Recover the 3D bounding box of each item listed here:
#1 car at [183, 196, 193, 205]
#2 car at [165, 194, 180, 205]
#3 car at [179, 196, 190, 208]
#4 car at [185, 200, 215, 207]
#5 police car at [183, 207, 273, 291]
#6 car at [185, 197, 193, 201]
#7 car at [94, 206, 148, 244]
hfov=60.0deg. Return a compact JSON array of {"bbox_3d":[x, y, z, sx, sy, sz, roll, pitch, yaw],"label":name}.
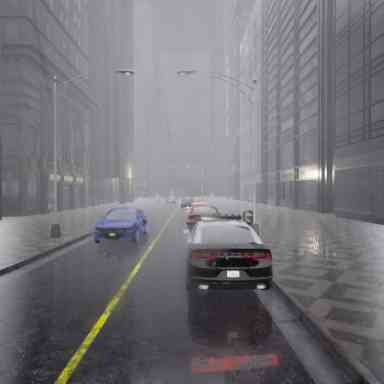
[{"bbox_3d":[-0.733,1.523,60.289,1.812,1.442,4.674,0,0,-1],"label":"car"},{"bbox_3d":[-3.801,1.491,59.742,2.128,1.511,4.902,0,0,0],"label":"car"},{"bbox_3d":[-0.557,1.598,46.676,1.895,1.301,4.718,0,0,0],"label":"car"},{"bbox_3d":[0.666,1.476,19.077,1.882,1.535,5.008,0,0,-1],"label":"car"},{"bbox_3d":[0.787,1.424,9.188,1.930,1.638,5.238,0,0,-1],"label":"police car"},{"bbox_3d":[0.591,1.453,25.267,1.801,1.575,5.366,0,0,-1],"label":"car"},{"bbox_3d":[-3.298,1.476,16.153,1.882,1.535,5.008,0,0,-1],"label":"car"}]
